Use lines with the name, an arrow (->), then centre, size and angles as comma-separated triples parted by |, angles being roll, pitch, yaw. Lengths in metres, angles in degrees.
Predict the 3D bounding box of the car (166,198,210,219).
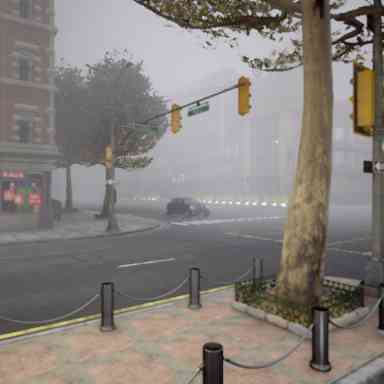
car -> -0.429, 1.293, 29.507 | 2.097, 1.767, 4.553 | 0, 0, -36
